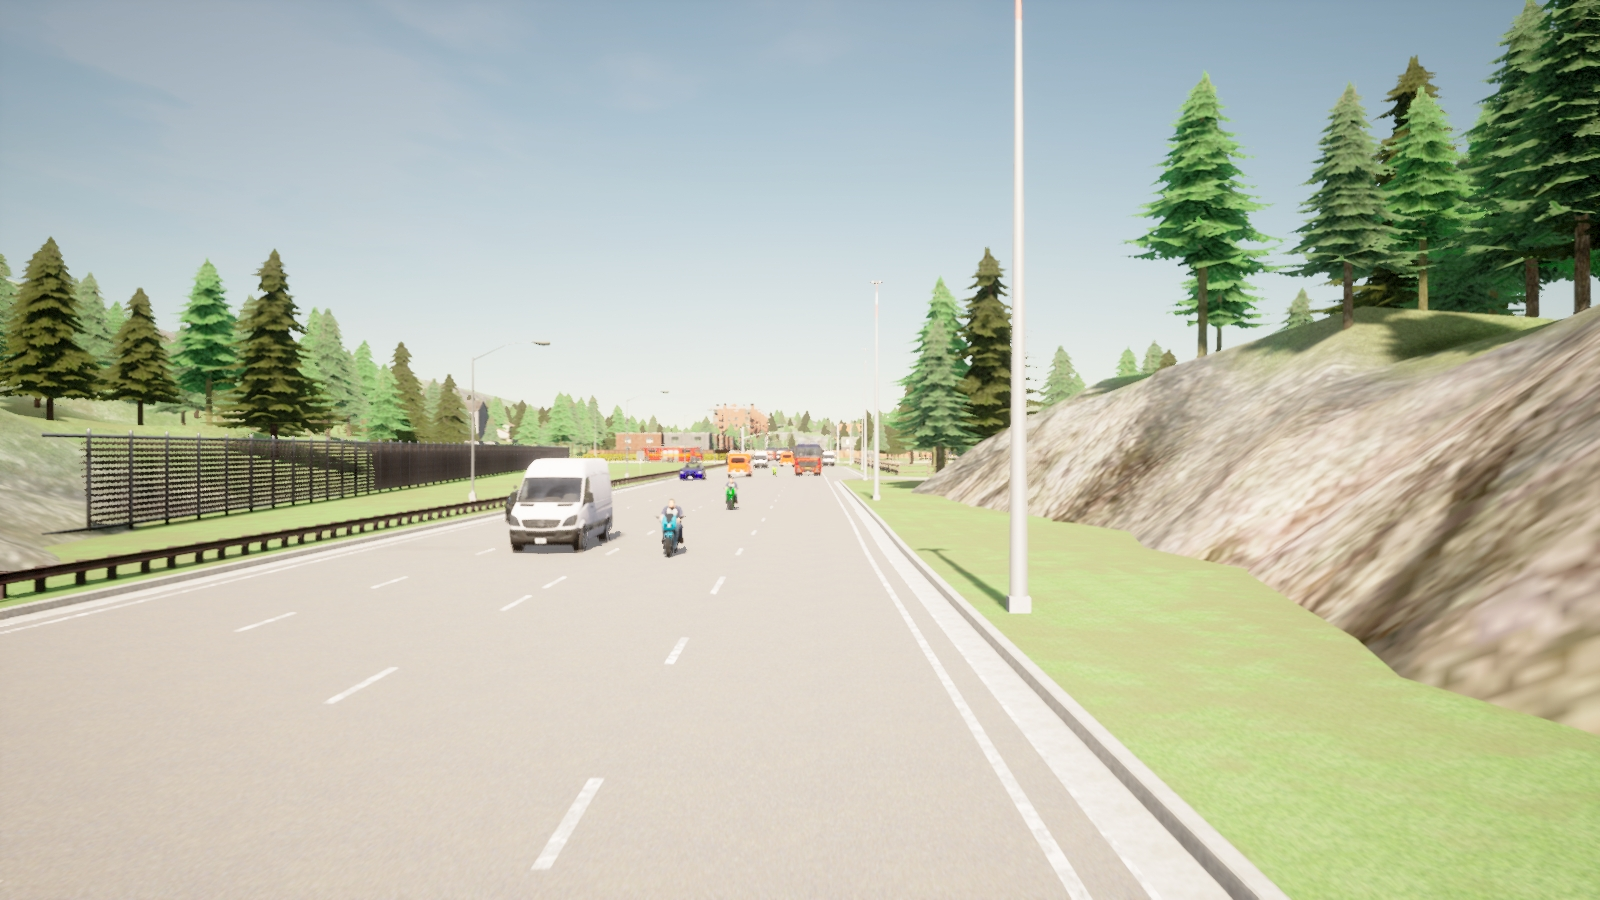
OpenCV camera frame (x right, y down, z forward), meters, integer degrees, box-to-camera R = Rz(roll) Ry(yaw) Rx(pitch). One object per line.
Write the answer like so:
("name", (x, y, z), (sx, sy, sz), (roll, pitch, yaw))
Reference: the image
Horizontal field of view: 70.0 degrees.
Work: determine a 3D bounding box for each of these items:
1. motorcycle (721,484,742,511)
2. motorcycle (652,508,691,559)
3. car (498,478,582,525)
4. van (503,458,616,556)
("motorcycle", (-3.169, 2.187, 52.936), (0.803, 1.199, 2.033), (0, 0, 0))
("motorcycle", (-3.396, 2.186, 30.314), (0.803, 1.199, 2.033), (0, 0, 0))
("car", (-10.244, 1.983, 45.399), (2.097, 1.638, 5.238), (0, 0, 1))
("van", (-6.870, 1.535, 33.283), (1.988, 2.561, 5.915), (0, 0, 1))
